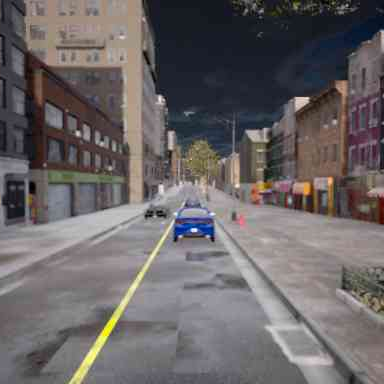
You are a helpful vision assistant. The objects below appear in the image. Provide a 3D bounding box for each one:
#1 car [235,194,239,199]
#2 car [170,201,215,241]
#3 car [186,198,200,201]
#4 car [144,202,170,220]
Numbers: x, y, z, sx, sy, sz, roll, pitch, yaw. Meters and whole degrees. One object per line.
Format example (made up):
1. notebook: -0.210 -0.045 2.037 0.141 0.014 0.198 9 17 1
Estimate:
1. car: 12.703 0.725 78.859 5.009 1.841 2.192 1 1 0
2. car: 0.096 1.459 16.568 1.882 1.535 5.008 0 0 0
3. car: 0.093 1.392 42.025 1.994 1.385 4.181 0 0 0
4. car: -2.810 1.532 27.541 1.895 1.301 4.718 0 0 0
